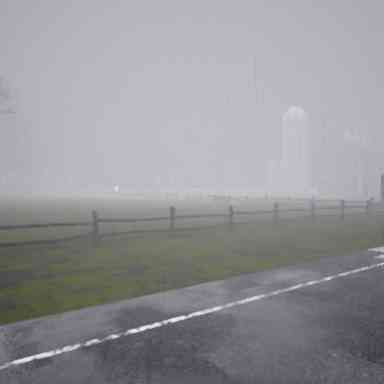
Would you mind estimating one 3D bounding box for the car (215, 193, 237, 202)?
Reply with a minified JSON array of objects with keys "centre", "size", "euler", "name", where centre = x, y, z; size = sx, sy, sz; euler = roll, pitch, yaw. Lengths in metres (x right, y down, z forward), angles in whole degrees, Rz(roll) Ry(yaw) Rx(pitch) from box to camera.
[{"centre":[5.730,0.951,57.076],"size":[1.812,1.442,4.674],"euler":[-1,1,-35],"name":"car"}]
